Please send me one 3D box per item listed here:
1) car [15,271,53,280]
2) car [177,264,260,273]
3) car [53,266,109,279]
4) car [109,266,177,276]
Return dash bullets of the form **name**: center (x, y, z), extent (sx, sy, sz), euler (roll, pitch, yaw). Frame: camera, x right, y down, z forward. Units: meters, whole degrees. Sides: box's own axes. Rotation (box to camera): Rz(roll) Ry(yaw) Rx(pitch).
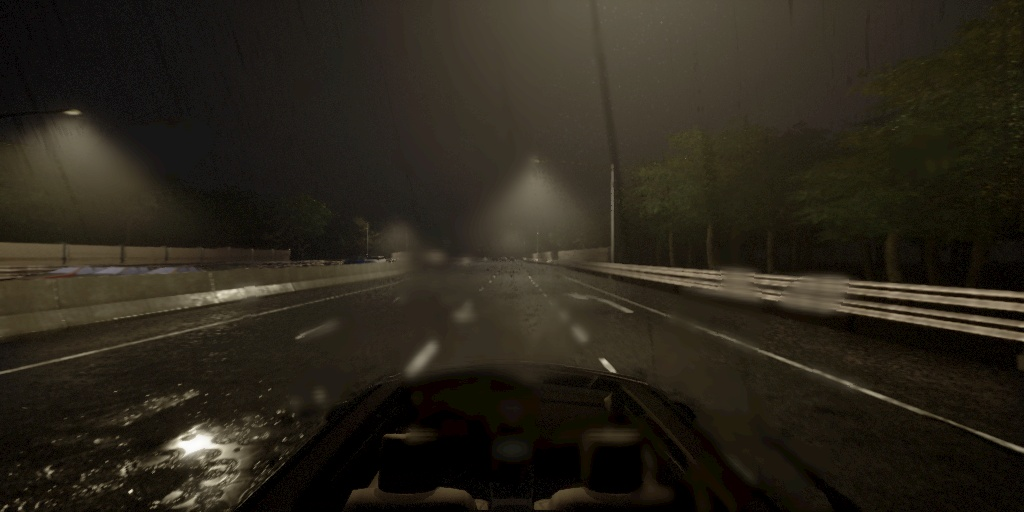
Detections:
- **car**: center (-28.097, 1.345, 23.370), extent (2.033, 1.411, 5.357), euler (0, 0, 0)
- **car**: center (-17.598, 1.274, 22.512), extent (1.882, 1.535, 5.008), euler (0, 0, 0)
- **car**: center (-24.601, 1.344, 22.818), extent (2.033, 1.411, 5.357), euler (0, 0, 0)
- **car**: center (-21.101, 1.343, 22.480), extent (2.033, 1.411, 5.357), euler (0, 0, 0)
